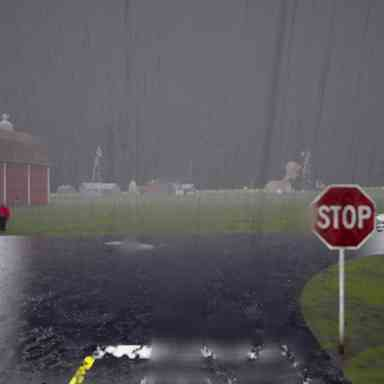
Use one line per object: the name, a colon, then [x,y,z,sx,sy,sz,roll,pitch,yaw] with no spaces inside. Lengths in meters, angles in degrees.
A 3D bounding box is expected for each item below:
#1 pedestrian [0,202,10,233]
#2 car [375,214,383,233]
pedestrian: [-11.182,1.484,19.708,0.375,1.860,0.375,0,0,4]
car: [11.110,1.325,16.442,4.674,1.442,1.812,-1,0,-6]
